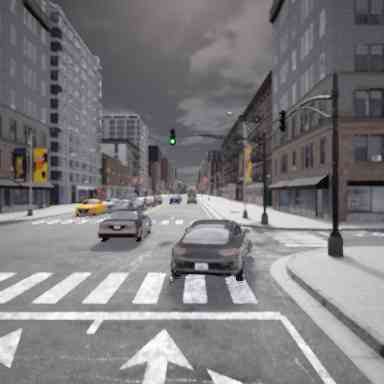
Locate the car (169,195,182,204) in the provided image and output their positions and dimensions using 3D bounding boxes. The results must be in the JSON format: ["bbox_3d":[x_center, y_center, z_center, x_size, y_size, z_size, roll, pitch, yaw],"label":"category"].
[{"bbox_3d":[-3.237,1.454,63.313,1.882,1.535,5.008,0,0,0],"label":"car"}]

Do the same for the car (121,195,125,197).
[{"bbox_3d":[-9.812,1.515,41.912,1.812,1.442,4.674,0,0,0],"label":"car"}]

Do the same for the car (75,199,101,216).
[{"bbox_3d":[-9.846,1.471,32.689,1.882,1.535,5.008,0,0,0],"label":"car"}]

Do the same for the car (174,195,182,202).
[{"bbox_3d":[-3.254,1.466,78.682,1.837,1.490,4.892,0,0,0],"label":"car"}]

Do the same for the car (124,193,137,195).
[{"bbox_3d":[-9.753,1.205,52.278,2.150,2.045,5.566,0,0,0],"label":"car"}]

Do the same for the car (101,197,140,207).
[{"bbox_3d":[-6.594,1.485,31.150,2.128,1.511,4.902,0,0,0],"label":"car"}]

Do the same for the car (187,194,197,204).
[{"bbox_3d":[0.005,1.578,62.989,1.895,1.301,4.718,0,0,0],"label":"car"}]

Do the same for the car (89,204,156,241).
[{"bbox_3d":[-3.150,1.543,16.477,2.033,1.411,5.357,0,0,0],"label":"car"}]

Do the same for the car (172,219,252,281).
[{"bbox_3d":[0.693,1.523,9.812,1.812,1.442,4.674,0,0,12],"label":"car"}]

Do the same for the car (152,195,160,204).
[{"bbox_3d":[-6.503,1.477,50.375,2.128,1.511,4.902,0,0,0],"label":"car"}]

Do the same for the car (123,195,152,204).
[{"bbox_3d":[-6.576,1.482,40.505,2.128,1.511,4.902,0,0,0],"label":"car"}]

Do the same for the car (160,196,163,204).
[{"bbox_3d":[-6.503,1.331,60.608,2.097,1.767,4.553,0,0,0],"label":"car"}]
